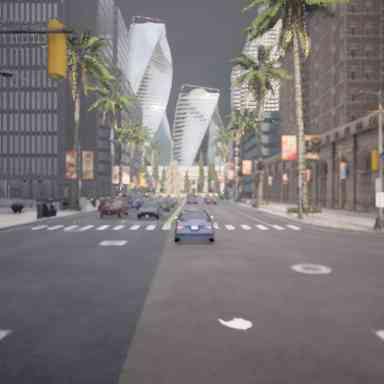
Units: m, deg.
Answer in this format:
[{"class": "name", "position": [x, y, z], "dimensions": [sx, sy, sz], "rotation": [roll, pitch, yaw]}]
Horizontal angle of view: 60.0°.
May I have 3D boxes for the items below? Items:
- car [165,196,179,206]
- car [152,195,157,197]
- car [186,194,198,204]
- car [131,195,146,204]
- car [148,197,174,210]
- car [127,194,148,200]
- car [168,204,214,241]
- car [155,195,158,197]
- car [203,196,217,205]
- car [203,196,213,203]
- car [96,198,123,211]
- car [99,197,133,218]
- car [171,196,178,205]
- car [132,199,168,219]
[{"class": "car", "position": [-3.468, 1.537, 58.736], "dimensions": [2.128, 1.511, 4.902], "rotation": [0, 0, 0]}, {"class": "car", "position": [-6.986, 1.603, 50.389], "dimensions": [1.994, 1.385, 4.181], "rotation": [0, 0, 0]}, {"class": "car", "position": [0.020, 1.611, 60.829], "dimensions": [1.994, 1.385, 4.181], "rotation": [0, 0, -1]}, {"class": "car", "position": [-10.107, 1.403, 63.453], "dimensions": [2.185, 1.767, 4.553], "rotation": [0, 0, -1]}, {"class": "car", "position": [-3.517, 1.594, 38.529], "dimensions": [1.994, 1.385, 4.181], "rotation": [0, 0, 1]}, {"class": "car", "position": [-6.992, 1.253, 40.449], "dimensions": [2.150, 2.045, 5.566], "rotation": [0, 0, 0]}, {"class": "car", "position": [0.105, 1.560, 16.668], "dimensions": [2.033, 1.411, 5.357], "rotation": [0, 0, 0]}, {"class": "car", "position": [-10.407, 1.553, 92.827], "dimensions": [2.231, 1.521, 4.892], "rotation": [0, 0, -1]}, {"class": "car", "position": [3.520, 1.647, 60.820], "dimensions": [1.895, 1.301, 4.718], "rotation": [0, 0, -1]}, {"class": "car", "position": [3.414, 1.546, 70.873], "dimensions": [1.837, 1.490, 4.892], "rotation": [0, 0, -1]}, {"class": "car", "position": [-10.182, 1.546, 41.522], "dimensions": [2.161, 1.482, 4.786], "rotation": [0, 0, -1]}, {"class": "car", "position": [-7.064, 1.502, 30.746], "dimensions": [1.882, 1.535, 5.008], "rotation": [0, 0, 0]}, {"class": "car", "position": [-3.489, 1.601, 48.294], "dimensions": [1.994, 1.385, 4.181], "rotation": [0, 0, 0]}, {"class": "car", "position": [-3.575, 1.570, 29.291], "dimensions": [2.033, 1.411, 5.357], "rotation": [0, 0, 0]}]
